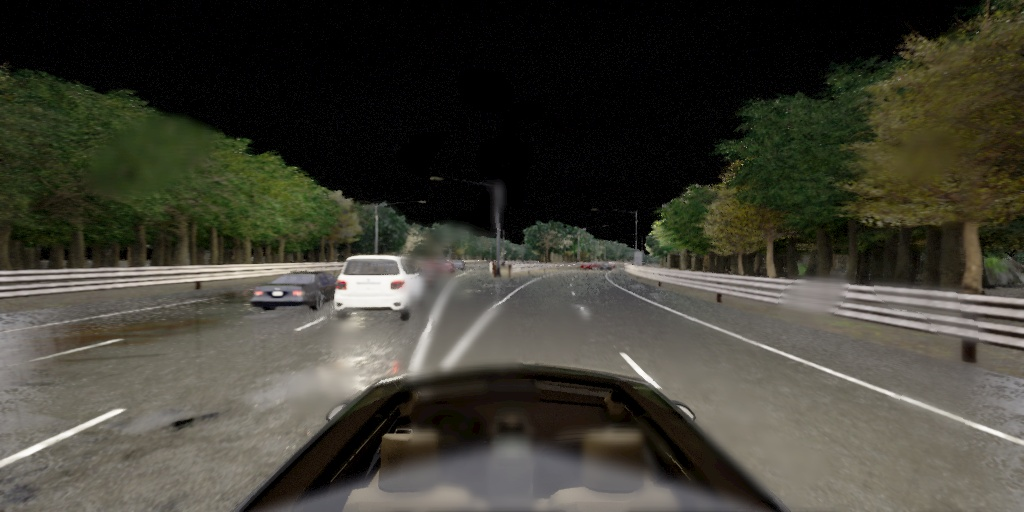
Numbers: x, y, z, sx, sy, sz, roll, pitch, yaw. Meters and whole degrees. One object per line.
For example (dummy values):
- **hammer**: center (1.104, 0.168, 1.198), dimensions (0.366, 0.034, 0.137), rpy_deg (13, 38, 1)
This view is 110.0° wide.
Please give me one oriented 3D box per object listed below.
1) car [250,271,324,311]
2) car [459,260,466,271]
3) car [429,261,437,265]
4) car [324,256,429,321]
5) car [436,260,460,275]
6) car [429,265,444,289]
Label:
- **car**: center (-8.122, 1.317, 14.396), dimensions (2.033, 1.411, 5.357), rpy_deg (1, -1, -8)
- **car**: center (-8.659, 1.707, 59.328), dimensions (2.033, 1.411, 5.357), rpy_deg (1, 0, -2)
- **car**: center (-11.651, 1.580, 50.900), dimensions (1.812, 1.442, 4.674), rpy_deg (1, -1, -3)
- **car**: center (-4.458, 1.017, 12.843), dimensions (2.150, 2.045, 5.566), rpy_deg (1, 0, -8)
- **car**: center (-7.821, 1.570, 44.256), dimensions (1.812, 1.442, 4.674), rpy_deg (1, -1, -4)
- **car**: center (-5.984, 1.493, 24.533), dimensions (1.895, 1.301, 4.718), rpy_deg (1, -1, -7)
